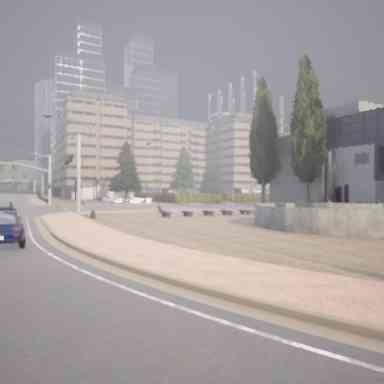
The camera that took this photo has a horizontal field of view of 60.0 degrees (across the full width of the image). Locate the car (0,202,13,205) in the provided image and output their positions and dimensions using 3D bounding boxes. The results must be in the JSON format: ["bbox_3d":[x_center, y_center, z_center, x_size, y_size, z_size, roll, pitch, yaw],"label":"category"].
[{"bbox_3d":[-13.382,1.431,23.361,2.128,1.511,4.902,0,0,-28],"label":"car"}]

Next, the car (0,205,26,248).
[{"bbox_3d":[-8.128,1.489,13.876,1.812,1.442,4.674,0,0,-33],"label":"car"}]
